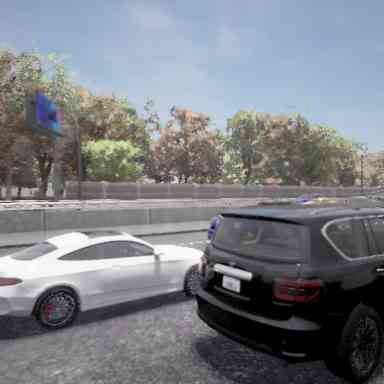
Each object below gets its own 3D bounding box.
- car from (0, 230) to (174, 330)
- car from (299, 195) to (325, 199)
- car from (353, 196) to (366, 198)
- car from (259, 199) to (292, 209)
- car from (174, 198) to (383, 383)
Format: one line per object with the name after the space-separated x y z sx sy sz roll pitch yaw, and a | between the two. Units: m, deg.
-1.646 1.527 6.872 4.674 1.442 1.812 0 0 -36 | car
15.467 1.527 40.805 5.008 1.535 1.882 0 0 -35 | car
19.602 1.407 39.453 4.553 1.767 2.097 0 0 -35 | car
11.794 1.651 46.781 4.718 1.301 1.895 0 0 -35 | car
2.667 1.223 5.649 5.566 2.045 2.150 0 0 -36 | car
